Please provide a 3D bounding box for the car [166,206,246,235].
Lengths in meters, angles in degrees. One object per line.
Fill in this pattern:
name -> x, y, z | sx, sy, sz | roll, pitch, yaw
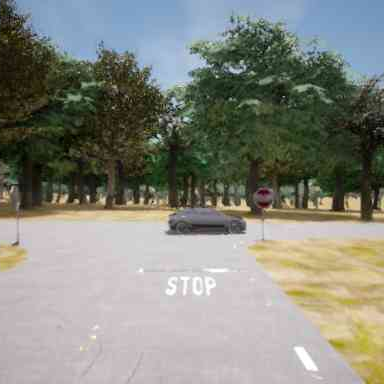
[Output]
car -> 0.742, 1.458, 17.653 | 4.181, 1.385, 1.994 | 1, 1, -9
